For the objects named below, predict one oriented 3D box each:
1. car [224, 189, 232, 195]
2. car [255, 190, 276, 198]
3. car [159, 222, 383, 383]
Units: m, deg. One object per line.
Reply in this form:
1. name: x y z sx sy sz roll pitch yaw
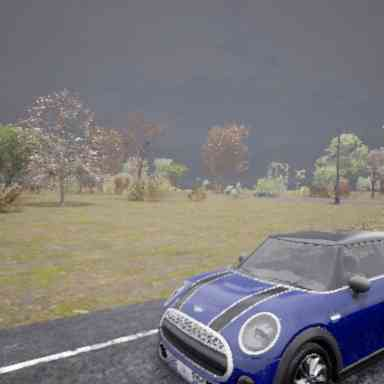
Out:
1. car: 9.524 0.049 77.067 1.837 1.490 4.892 1 1 -34
2. car: 15.067 0.401 68.739 2.128 1.511 4.902 1 1 -34
3. car: 1.784 1.398 4.962 4.553 1.767 2.097 0 -1 -34
